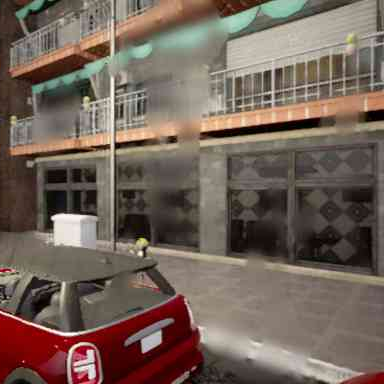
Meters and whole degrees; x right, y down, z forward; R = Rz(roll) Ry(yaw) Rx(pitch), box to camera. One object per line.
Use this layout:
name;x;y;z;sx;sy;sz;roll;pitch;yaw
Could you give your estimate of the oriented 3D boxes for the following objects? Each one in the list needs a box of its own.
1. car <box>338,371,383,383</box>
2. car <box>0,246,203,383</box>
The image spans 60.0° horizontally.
car;2.624;1.549;1.004;4.507;1.381;1.887;0;0;35
car;-1.959;1.433;4.273;4.097;1.590;1.967;0;0;35
